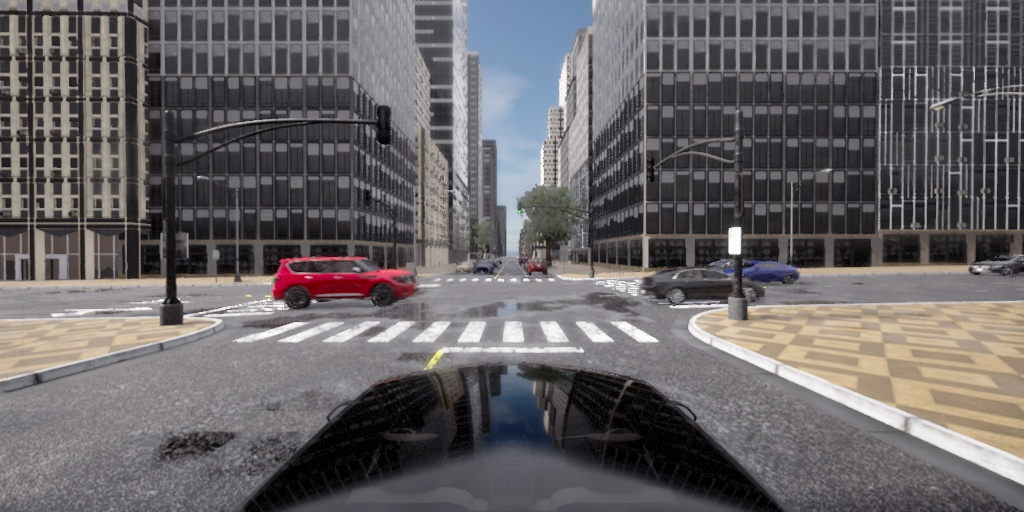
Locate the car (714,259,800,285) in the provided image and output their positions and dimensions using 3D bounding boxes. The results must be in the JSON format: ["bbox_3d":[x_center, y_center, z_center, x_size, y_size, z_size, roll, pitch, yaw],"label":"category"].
[{"bbox_3d":[14.893,1.024,21.860,4.674,1.442,1.812,-1,0,-1],"label":"car"}]

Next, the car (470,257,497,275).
[{"bbox_3d":[-3.127,1.132,39.733,2.097,1.767,4.553,0,0,0],"label":"car"}]

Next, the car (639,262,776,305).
[{"bbox_3d":[7.916,1.201,15.143,4.892,1.490,1.837,-1,0,-1],"label":"car"}]

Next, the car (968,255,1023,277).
[{"bbox_3d":[35.497,0.671,25.462,4.674,1.442,1.812,-1,0,-1],"label":"car"}]

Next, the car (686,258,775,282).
[{"bbox_3d":[15.175,0.954,25.116,4.902,1.511,2.128,-1,0,-1],"label":"car"}]

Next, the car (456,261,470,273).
[{"bbox_3d":[-5.725,1.307,43.214,1.751,1.417,4.829,0,0,0],"label":"car"}]

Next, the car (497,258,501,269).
[{"bbox_3d":[-3.122,1.389,56.418,1.895,1.301,4.718,0,0,0],"label":"car"}]

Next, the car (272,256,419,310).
[{"bbox_3d":[-6.795,1.023,14.876,5.566,2.045,2.150,-2,1,-1],"label":"car"}]

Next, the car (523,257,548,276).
[{"bbox_3d":[2.657,1.093,37.750,2.192,1.841,5.009,0,0,0],"label":"car"}]
